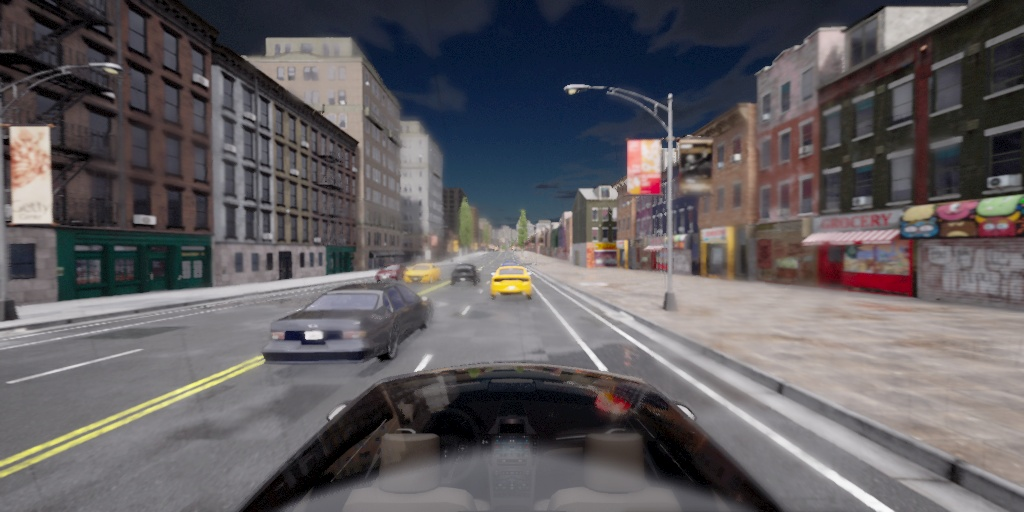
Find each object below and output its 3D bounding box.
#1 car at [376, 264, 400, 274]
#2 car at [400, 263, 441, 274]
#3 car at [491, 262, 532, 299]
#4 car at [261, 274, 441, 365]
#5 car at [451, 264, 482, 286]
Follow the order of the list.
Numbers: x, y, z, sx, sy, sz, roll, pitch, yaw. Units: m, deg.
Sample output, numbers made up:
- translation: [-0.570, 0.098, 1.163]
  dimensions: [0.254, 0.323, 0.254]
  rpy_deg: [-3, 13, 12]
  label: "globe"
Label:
- translation: [-10.079, 1.411, 30.626]
  dimensions: [1.812, 1.442, 4.674]
  rpy_deg: [0, 0, 0]
  label: "car"
- translation: [-6.805, 1.335, 27.742]
  dimensions: [1.882, 1.535, 5.008]
  rpy_deg: [0, 0, 0]
  label: "car"
- translation: [-0.033, 1.259, 18.293]
  dimensions: [1.882, 1.535, 5.008]
  rpy_deg: [0, 0, 0]
  label: "car"
- translation: [-3.192, 1.324, 8.256]
  dimensions: [2.033, 1.411, 5.357]
  rpy_deg: [0, 0, 0]
  label: "car"
- translation: [-3.352, 1.336, 26.642]
  dimensions: [1.837, 1.490, 4.892]
  rpy_deg: [0, 0, -1]
  label: "car"
